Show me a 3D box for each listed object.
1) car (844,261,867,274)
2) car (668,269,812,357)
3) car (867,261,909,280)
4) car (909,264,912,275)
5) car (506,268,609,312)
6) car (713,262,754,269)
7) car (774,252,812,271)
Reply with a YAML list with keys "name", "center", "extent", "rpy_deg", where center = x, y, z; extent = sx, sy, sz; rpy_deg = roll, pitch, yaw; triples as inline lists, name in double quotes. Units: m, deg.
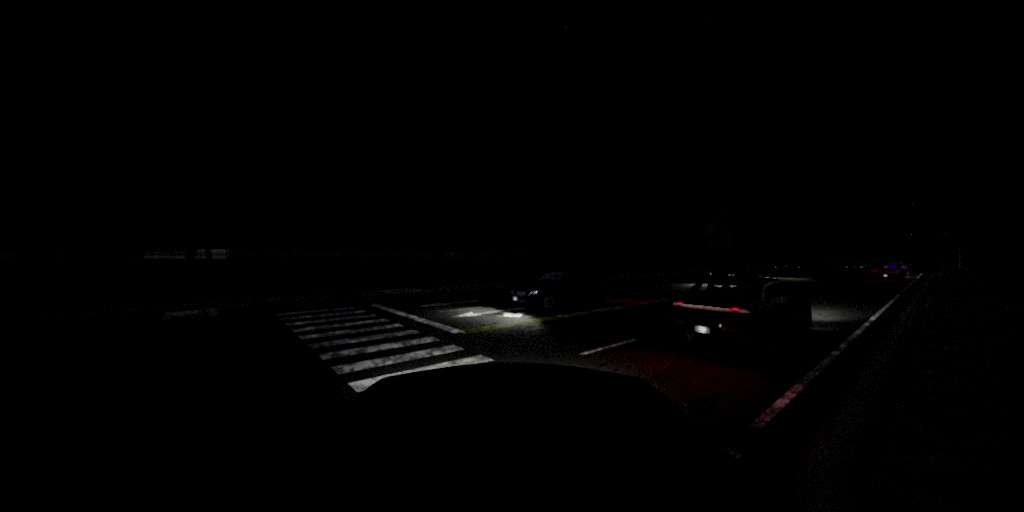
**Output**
- name: "car"
  center: [39.711, 1.254, 41.217]
  extent: [5.357, 1.411, 2.033]
  rpy_deg: [0, 0, -40]
- name: "car"
  center: [5.607, 1.233, 8.615]
  extent: [4.902, 1.511, 2.128]
  rpy_deg: [0, 0, -40]
- name: "car"
  center: [32.683, 1.332, 31.138]
  extent: [4.718, 1.301, 1.895]
  rpy_deg: [0, 0, -40]
- name: "car"
  center: [40.247, 1.255, 37.498]
  extent: [4.674, 1.442, 1.812]
  rpy_deg: [0, 0, -39]
- name: "car"
  center: [1.927, 1.220, 14.136]
  extent: [4.674, 1.442, 1.812]
  rpy_deg: [0, 1, -39]
- name: "car"
  center: [15.918, 1.193, 25.821]
  extent: [4.892, 1.490, 1.837]
  rpy_deg: [0, 0, -40]
- name: "car"
  center: [28.431, 0.627, 36.150]
  extent: [5.566, 2.045, 2.150]
  rpy_deg: [0, 0, -40]
